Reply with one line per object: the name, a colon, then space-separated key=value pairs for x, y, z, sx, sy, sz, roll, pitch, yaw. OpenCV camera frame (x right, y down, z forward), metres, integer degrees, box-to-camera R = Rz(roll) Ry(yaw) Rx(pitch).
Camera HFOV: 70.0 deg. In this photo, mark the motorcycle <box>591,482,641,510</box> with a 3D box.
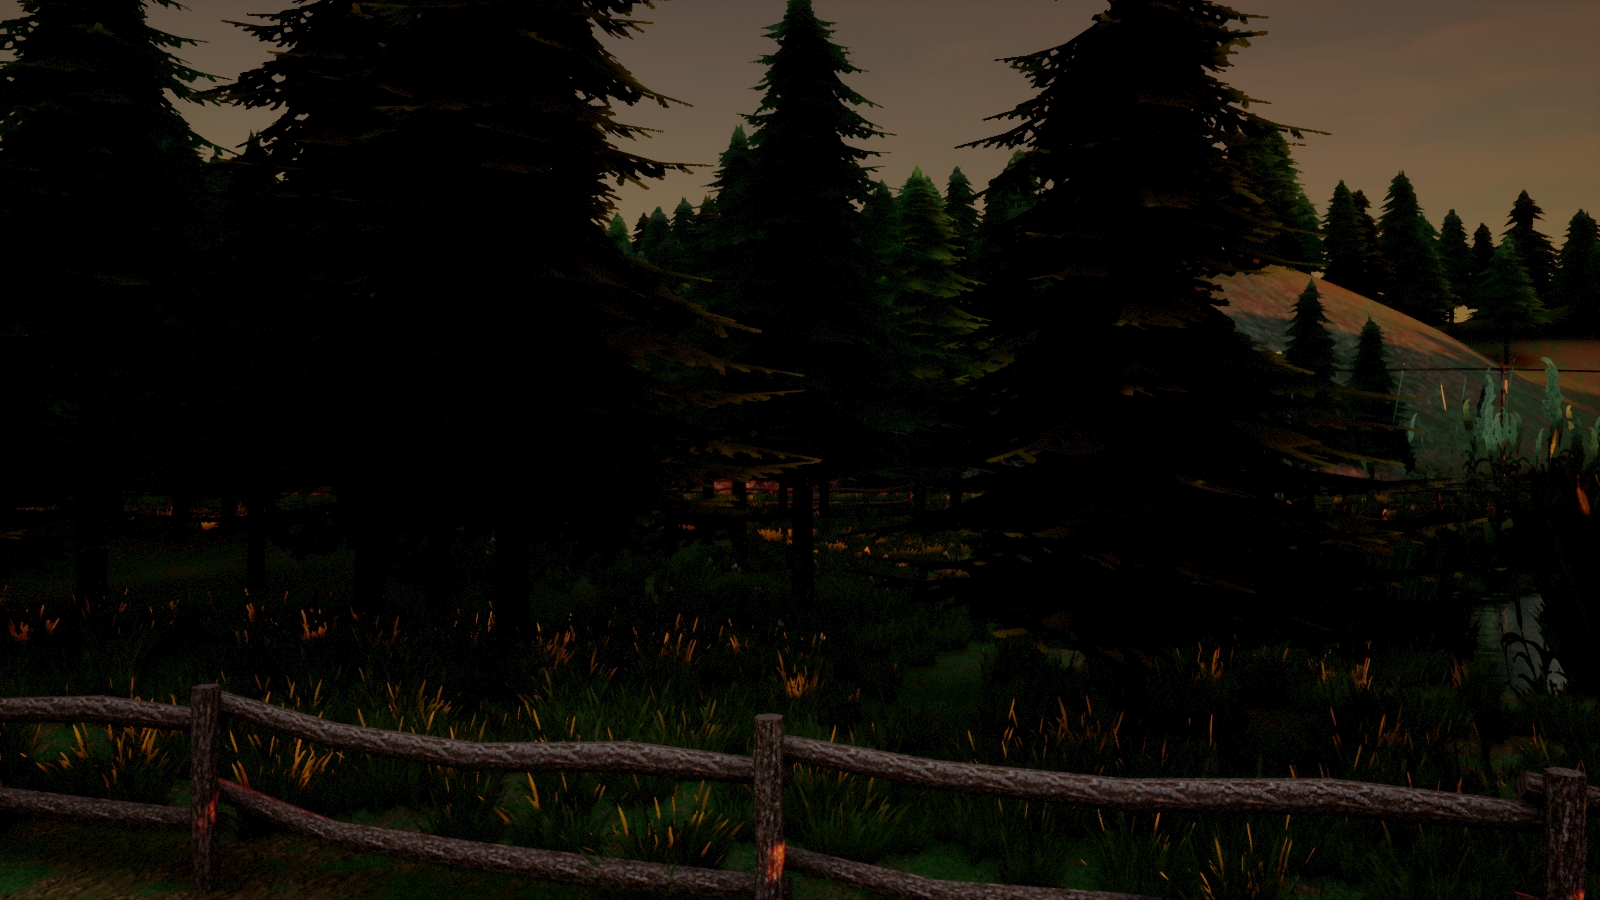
motorcycle: x=-8.716 y=2.178 z=54.116 sx=2.209 sy=1.251 sz=0.867 roll=0 pitch=0 yaw=14
